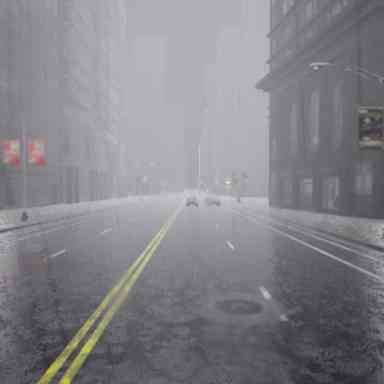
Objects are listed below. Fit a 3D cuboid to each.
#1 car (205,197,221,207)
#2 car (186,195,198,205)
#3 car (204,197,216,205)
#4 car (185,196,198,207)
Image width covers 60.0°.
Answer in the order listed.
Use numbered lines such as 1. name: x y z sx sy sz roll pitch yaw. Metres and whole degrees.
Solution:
1. car: 3.246 1.533 49.857 1.895 1.301 4.718 0 0 0
2. car: -0.004 1.398 59.863 2.128 1.511 4.902 0 0 0
3. car: 3.246 1.509 59.895 1.895 1.301 4.718 0 0 0
4. car: -0.005 1.533 49.890 1.895 1.301 4.718 0 0 0
